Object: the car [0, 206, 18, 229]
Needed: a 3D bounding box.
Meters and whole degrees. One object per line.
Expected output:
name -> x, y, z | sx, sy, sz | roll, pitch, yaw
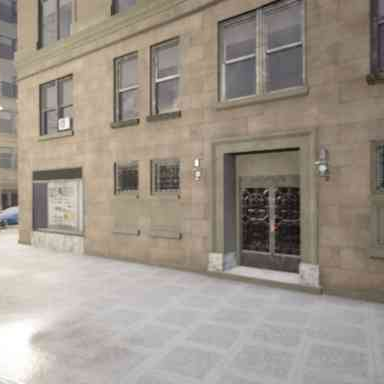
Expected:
car -> -11.510, 1.660, 22.761 | 2.033, 1.411, 5.357 | 0, 0, 39
